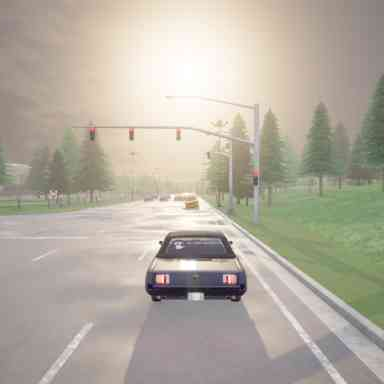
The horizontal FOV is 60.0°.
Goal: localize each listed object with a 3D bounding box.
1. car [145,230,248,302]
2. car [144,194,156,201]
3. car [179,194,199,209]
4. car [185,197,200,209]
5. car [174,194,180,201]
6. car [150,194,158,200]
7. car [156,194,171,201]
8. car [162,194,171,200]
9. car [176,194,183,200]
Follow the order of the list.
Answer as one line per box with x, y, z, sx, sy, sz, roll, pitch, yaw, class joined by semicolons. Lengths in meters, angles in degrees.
0.094;1.601;8.234;1.895;1.301;4.718;0;0;0;car
-10.354;1.531;80.541;2.033;1.411;5.357;0;0;0;car
-0.238;1.062;46.502;1.882;1.535;5.008;-10;16;-4;car
0.083;1.591;49.899;2.033;1.411;5.357;0;2;0;car
-3.353;1.545;80.945;1.994;1.385;4.181;0;0;0;car
-10.335;1.332;90.961;1.837;1.490;4.892;0;0;0;car
-6.854;1.531;80.534;2.033;1.411;5.357;0;0;0;car
-6.835;1.372;90.954;2.033;1.411;5.357;0;0;0;car
-3.335;1.357;90.948;1.812;1.442;4.674;0;0;0;car
